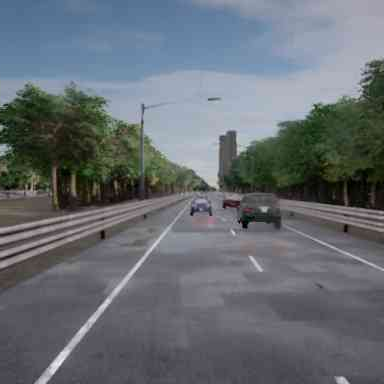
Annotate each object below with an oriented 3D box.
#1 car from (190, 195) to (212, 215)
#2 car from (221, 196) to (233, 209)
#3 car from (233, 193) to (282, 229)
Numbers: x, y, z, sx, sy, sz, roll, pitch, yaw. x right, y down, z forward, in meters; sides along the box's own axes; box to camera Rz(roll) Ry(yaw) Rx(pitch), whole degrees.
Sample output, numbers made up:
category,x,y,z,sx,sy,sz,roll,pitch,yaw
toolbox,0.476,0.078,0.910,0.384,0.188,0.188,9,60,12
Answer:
category,x,y,z,sx,sy,sz,roll,pitch,yaw
car,0.832,1.263,29.930,1.812,1.442,4.674,0,0,2
car,4.596,1.160,39.888,1.882,1.535,5.008,0,1,2
car,4.040,1.063,20.665,2.150,2.045,5.566,0,0,3
